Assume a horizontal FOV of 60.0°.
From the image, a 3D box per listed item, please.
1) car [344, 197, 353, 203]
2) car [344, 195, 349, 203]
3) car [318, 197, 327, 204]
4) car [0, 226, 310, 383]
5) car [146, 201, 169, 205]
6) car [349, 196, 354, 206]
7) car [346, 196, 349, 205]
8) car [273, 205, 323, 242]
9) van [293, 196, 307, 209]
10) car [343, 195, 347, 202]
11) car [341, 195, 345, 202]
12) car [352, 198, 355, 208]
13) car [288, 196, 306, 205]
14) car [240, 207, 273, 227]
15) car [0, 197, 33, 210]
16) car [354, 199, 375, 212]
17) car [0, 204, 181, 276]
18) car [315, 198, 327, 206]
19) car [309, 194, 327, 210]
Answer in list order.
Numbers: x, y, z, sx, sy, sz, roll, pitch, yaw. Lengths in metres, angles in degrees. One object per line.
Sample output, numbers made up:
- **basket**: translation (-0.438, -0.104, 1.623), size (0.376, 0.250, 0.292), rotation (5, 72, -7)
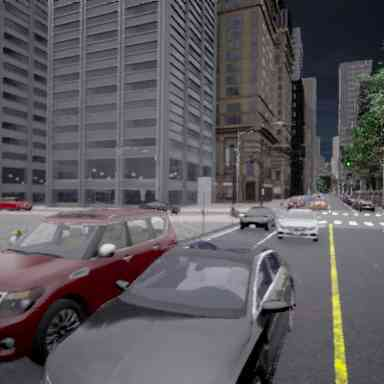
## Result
- **car**: translation (38.908, 1.963, 82.922), size (1.752, 1.417, 4.829), rotation (1, 0, 22)
- **car**: translation (32.653, 1.931, 67.728), size (1.887, 1.381, 4.507), rotation (1, 0, 22)
- **car**: translation (29.385, 1.855, 74.931), size (1.812, 1.442, 4.674), rotation (1, 0, 22)
- **car**: translation (0.267, 1.497, 4.445), size (2.128, 1.511, 4.902), rotation (1, 0, 22)
- **car**: translation (-3.632, 1.816, 37.614), size (5.008, 1.535, 1.882), rotation (-1, -1, 23)
- **car**: translation (26.465, 1.768, 52.691), size (1.967, 1.590, 4.097), rotation (1, 0, 22)
- **car**: translation (30.589, 1.950, 62.715), size (1.802, 1.307, 4.206), rotation (1, 0, 22)
- **car**: translation (5.621, 1.609, 17.196), size (1.812, 1.442, 4.674), rotation (1, 0, 23)
- **van**: translation (16.527, 1.552, 50.941), size (1.690, 1.788, 3.998), rotation (1, 0, 22)
- **car**: translation (34.716, 1.970, 72.740), size (1.947, 1.339, 4.313), rotation (1, 0, 22)
- **car**: translation (36.783, 1.736, 77.752), size (2.192, 1.841, 5.009), rotation (1, 0, 22)
- **car**: translation (24.399, 1.888, 47.678), size (1.802, 1.307, 4.206), rotation (1, 0, 22)
- **car**: translation (14.464, 1.504, 45.929), size (2.192, 1.841, 5.009), rotation (1, 0, 22)
- **car**: translation (4.351, 1.635, 21.370), size (1.947, 1.339, 4.313), rotation (1, 0, 22)
- **car**: translation (-24.933, 1.760, 46.523), size (5.566, 2.045, 2.150), rotation (0, 0, 23)
- **car**: translation (22.336, 1.850, 42.667), size (1.947, 1.339, 4.313), rotation (1, 0, 22)
- **car**: translation (-1.913, 1.294, 6.145), size (2.192, 1.841, 5.009), rotation (1, 0, 22)
- **car**: translation (24.248, 1.841, 62.452), size (2.033, 1.411, 5.357), rotation (1, 0, 22)
- **car**: translation (17.494, 1.577, 46.269), size (2.097, 1.767, 4.553), rotation (1, 0, 23)
